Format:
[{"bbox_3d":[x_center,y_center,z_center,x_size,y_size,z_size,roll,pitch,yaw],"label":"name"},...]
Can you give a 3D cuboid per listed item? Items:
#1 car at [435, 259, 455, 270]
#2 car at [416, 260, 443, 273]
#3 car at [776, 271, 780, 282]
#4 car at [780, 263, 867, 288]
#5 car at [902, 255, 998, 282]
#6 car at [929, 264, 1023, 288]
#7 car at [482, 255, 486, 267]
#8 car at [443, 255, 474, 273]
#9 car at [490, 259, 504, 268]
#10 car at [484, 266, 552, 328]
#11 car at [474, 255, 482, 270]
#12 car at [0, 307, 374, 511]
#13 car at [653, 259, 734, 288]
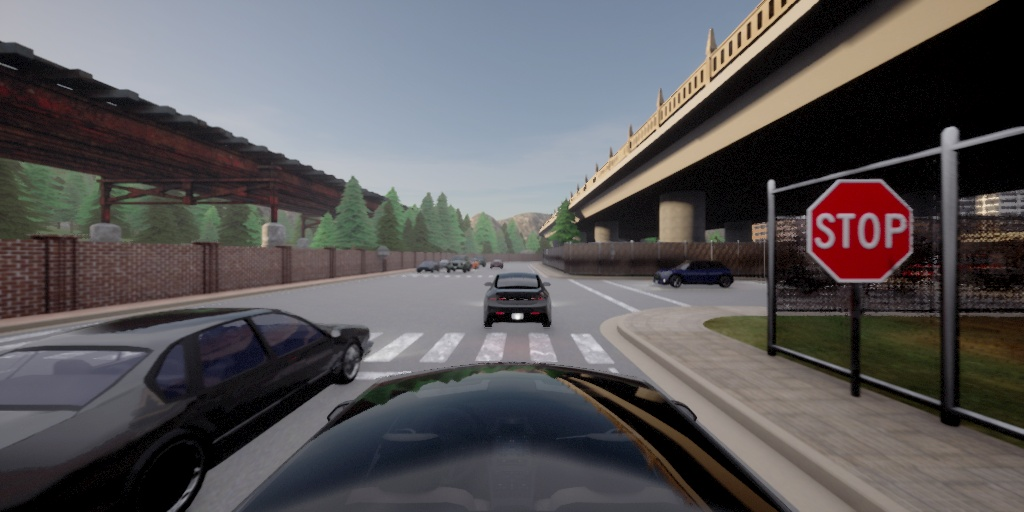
[{"bbox_3d":[-9.553,1.218,51.566,1.812,1.442,4.674,0,0,1],"label":"car"},{"bbox_3d":[-9.744,1.250,42.399,2.033,1.411,5.357,0,0,1],"label":"car"},{"bbox_3d":[21.568,1.226,26.412,4.892,1.490,1.837,0,0,1],"label":"car"},{"bbox_3d":[20.148,1.289,22.924,4.181,1.385,1.994,0,0,1],"label":"car"},{"bbox_3d":[32.245,0.942,26.298,5.566,2.045,2.150,0,0,1],"label":"car"},{"bbox_3d":[30.182,1.327,22.821,4.718,1.301,1.895,0,0,1],"label":"car"},{"bbox_3d":[-5.763,0.901,62.804,2.150,2.045,5.566,0,0,2],"label":"car"},{"bbox_3d":[-6.244,0.924,42.507,2.150,2.045,5.566,0,0,1],"label":"car"},{"bbox_3d":[-2.295,1.213,55.987,1.812,1.442,4.674,0,0,1],"label":"car"},{"bbox_3d":[0.174,1.244,11.306,1.837,1.490,4.892,0,0,1],"label":"car"},{"bbox_3d":[-6.044,1.044,52.153,2.097,1.767,4.553,0,0,2],"label":"car"},{"bbox_3d":[-3.393,1.295,3.983,2.033,1.411,5.357,0,0,0],"label":"car"},{"bbox_3d":[11.508,1.077,23.018,4.553,1.767,2.097,0,0,1],"label":"car"}]
